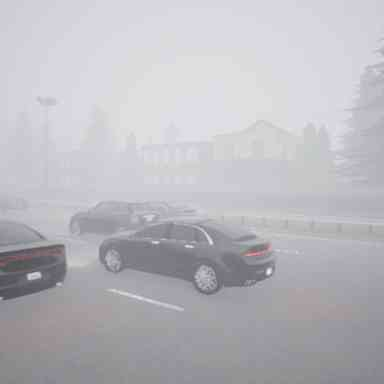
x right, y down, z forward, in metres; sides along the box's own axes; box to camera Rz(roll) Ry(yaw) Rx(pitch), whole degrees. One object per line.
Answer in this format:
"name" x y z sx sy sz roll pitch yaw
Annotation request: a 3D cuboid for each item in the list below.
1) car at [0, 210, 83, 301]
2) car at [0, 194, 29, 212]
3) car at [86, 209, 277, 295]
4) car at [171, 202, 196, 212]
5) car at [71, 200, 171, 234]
"car" -4.864 1.319 7.434 5.008 1.535 1.882 1 1 35
"car" -15.708 0.928 27.993 4.902 1.511 2.128 1 1 35
"car" -0.319 1.403 8.503 4.892 1.490 1.837 1 1 35
"car" -1.968 1.251 18.252 4.902 1.511 2.128 1 1 35
"car" -3.487 1.126 15.038 4.553 1.767 2.097 1 1 35
